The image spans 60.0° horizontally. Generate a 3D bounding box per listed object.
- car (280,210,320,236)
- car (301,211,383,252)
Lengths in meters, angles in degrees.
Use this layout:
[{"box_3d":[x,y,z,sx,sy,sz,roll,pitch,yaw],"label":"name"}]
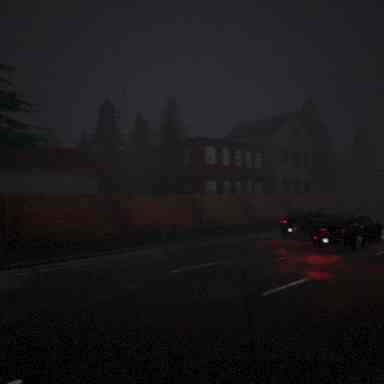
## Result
[{"box_3d":[7.146,1.813,19.849,4.892,1.490,1.837,0,-2,-43],"label":"car"},{"box_3d":[7.189,1.703,15.129,4.892,1.490,1.837,0,-2,-43],"label":"car"}]
